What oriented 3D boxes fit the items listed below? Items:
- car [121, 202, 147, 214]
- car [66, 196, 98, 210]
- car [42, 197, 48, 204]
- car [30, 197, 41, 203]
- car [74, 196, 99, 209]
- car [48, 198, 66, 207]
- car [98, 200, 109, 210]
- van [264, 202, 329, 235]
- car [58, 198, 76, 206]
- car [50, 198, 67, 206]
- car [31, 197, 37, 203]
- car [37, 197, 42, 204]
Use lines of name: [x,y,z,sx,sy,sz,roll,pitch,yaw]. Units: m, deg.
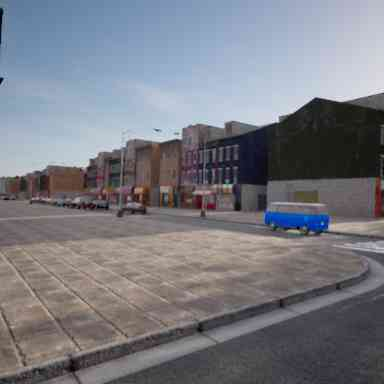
car: [-6.626,1.799,37.733,1.802,1.307,4.206,3,-2,-36]
car: [-14.859,1.482,44.745,2.097,1.767,4.553,3,-2,-35]
car: [-29.126,1.862,68.899,1.752,1.417,4.829,3,-2,-36]
car: [-38.629,2.002,82.055,1.802,1.307,4.206,3,-2,-36]
car: [-16.218,1.568,51.037,2.192,1.841,5.009,3,-2,-36]
car: [-20.689,1.702,52.716,2.033,1.411,5.357,3,-2,-36]
car: [-13.025,1.805,46.598,1.947,1.339,4.313,3,-2,-36]
van: [6.182,1.546,20.008,1.690,1.788,3.998,3,-2,-36]
car: [-22.626,1.834,59.896,1.887,1.381,4.507,3,-2,-36]
car: [-25.827,1.878,64.328,1.947,1.339,4.313,3,-2,-36]
car: [-35.425,1.830,77.627,1.967,1.590,4.097,3,-2,-36]
car: [-32.229,1.944,73.192,1.802,1.307,4.206,3,-2,-36]
